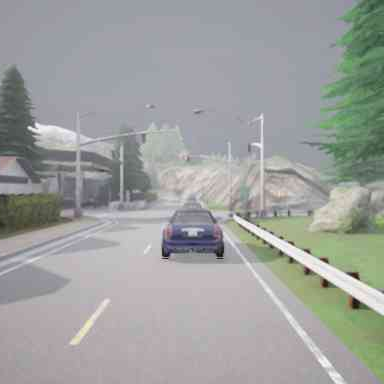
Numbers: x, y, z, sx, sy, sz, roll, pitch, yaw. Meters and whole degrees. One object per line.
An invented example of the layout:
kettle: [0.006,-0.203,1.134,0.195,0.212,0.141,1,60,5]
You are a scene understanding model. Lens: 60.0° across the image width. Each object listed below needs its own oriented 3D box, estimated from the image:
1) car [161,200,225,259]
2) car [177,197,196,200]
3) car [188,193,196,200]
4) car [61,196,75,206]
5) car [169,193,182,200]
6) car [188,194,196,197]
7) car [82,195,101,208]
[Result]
car: [0.043,1.352,12.795,2.097,1.767,4.553,0,0,0]
car: [0.016,1.490,25.580,2.033,1.411,5.357,0,3,0]
car: [-0.011,1.193,87.554,2.097,1.767,4.553,0,0,-2]
car: [-20.241,1.483,52.754,2.242,1.667,4.611,0,0,-1]
car: [-3.517,1.530,66.195,1.812,1.442,4.674,0,0,0]
car: [-0.008,1.522,77.580,1.812,1.442,4.674,0,0,0]
car: [-14.533,1.316,48.476,1.905,1.878,3.866,0,0,-1]
